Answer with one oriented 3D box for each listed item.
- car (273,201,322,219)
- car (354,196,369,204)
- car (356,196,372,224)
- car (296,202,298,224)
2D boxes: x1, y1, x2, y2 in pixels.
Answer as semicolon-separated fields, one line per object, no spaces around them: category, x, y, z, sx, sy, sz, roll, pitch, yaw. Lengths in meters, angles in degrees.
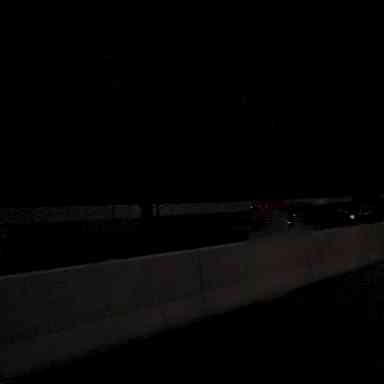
car;9.908;1.615;30.979;5.357;1.411;2.033;0;0;-45
car;33.886;1.615;66.327;1.882;1.535;5.008;0;0;35
car;12.533;1.274;23.788;5.566;2.045;2.150;0;0;-44
car;7.968;1.654;24.297;4.718;1.301;1.895;0;0;-43
